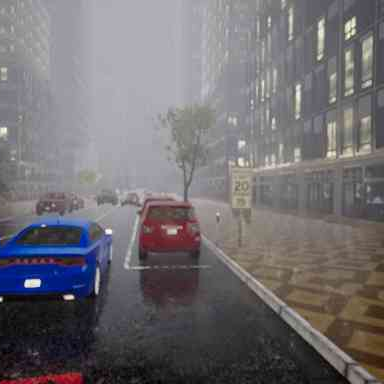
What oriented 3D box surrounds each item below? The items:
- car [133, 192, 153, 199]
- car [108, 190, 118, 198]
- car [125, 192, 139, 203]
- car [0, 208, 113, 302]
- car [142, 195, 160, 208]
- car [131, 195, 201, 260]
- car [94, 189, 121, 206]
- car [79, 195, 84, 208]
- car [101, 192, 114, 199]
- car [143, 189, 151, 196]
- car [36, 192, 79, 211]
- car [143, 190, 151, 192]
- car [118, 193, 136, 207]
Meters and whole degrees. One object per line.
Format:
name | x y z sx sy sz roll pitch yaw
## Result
car | -1.793 1.140 17.509 2.192 1.841 5.009 1 1 -8
car | -18.203 0.413 76.931 1.967 1.590 4.097 1 1 -8
car | -9.107 0.851 50.801 1.882 1.535 5.008 1 1 -8
car | -3.070 1.380 8.134 1.882 1.535 5.008 1 1 -8
car | -4.936 1.102 39.519 2.008 1.369 4.403 1 1 -8
car | -0.917 1.211 12.021 2.192 1.841 5.009 1 1 -8
car | -10.730 0.652 42.563 2.150 2.045 5.566 1 1 -8
car | -11.955 0.950 32.906 1.967 1.590 4.097 1 1 -8
car | -16.642 0.657 65.926 2.008 1.369 4.403 1 1 -8
car | -12.744 0.200 94.548 2.192 1.841 5.009 1 1 -8
car | -11.171 0.893 27.402 2.192 1.841 5.009 1 1 -8
car | -7.279 0.894 56.029 1.887 1.381 4.507 1 1 -8
car | -7.661 1.096 40.949 1.895 1.301 4.718 1 1 -8
